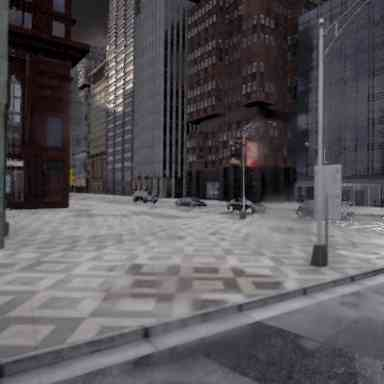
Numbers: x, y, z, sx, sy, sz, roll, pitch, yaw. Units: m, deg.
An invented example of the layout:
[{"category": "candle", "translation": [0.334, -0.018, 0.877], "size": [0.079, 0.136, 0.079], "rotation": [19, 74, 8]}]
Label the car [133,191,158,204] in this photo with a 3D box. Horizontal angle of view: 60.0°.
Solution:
[{"category": "car", "translation": [-7.624, 0.878, 54.040], "size": [2.150, 2.045, 5.566], "rotation": [1, 1, -35]}]

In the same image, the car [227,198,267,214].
[{"category": "car", "translation": [5.720, 1.457, 34.966], "size": [1.837, 1.490, 4.892], "rotation": [1, 0, -35]}]

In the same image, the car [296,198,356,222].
[{"category": "car", "translation": [11.003, 1.422, 27.464], "size": [2.097, 1.767, 4.553], "rotation": [1, 0, -35]}]

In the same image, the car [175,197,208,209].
[{"category": "car", "translation": [-0.214, 1.370, 43.405], "size": [2.033, 1.411, 5.357], "rotation": [1, 0, -35]}]
